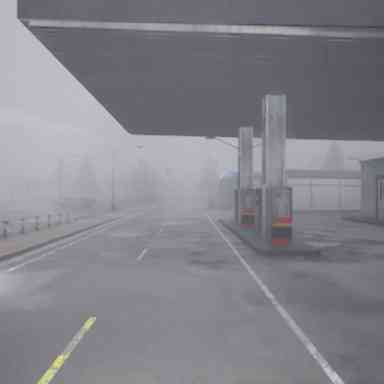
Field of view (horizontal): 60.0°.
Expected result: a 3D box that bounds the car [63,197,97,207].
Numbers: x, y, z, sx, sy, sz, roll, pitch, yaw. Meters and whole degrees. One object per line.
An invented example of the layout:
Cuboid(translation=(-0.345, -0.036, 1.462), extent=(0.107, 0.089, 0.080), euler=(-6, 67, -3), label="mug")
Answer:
Cuboid(translation=(-16.872, 1.513, 50.365), extent=(4.514, 1.523, 2.007), euler=(0, 0, -1), label="car")

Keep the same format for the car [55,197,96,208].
Cuboid(translation=(-16.777, 1.493, 47.230), extent=(5.027, 1.636, 2.152), euler=(0, 0, -1), label="car")
